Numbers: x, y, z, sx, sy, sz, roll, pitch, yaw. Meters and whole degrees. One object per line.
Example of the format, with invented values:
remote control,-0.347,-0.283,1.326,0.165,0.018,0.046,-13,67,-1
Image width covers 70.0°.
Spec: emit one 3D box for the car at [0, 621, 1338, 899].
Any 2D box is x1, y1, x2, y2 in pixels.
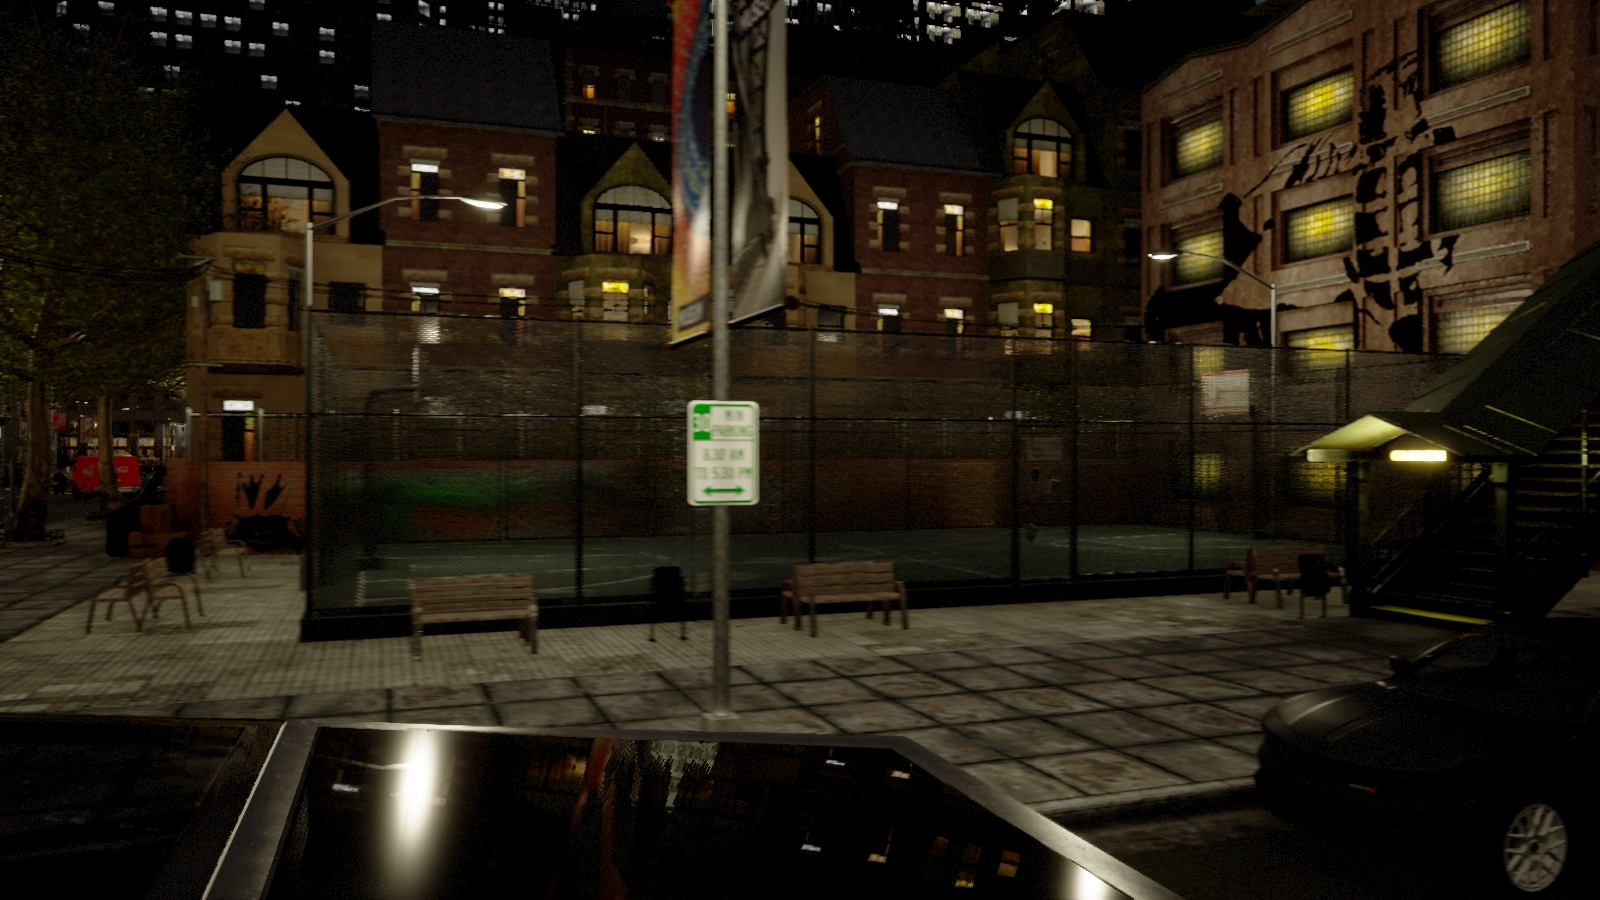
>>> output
car,-2.206,1.753,2.555,6.274,2.098,2.390,0,0,-19
